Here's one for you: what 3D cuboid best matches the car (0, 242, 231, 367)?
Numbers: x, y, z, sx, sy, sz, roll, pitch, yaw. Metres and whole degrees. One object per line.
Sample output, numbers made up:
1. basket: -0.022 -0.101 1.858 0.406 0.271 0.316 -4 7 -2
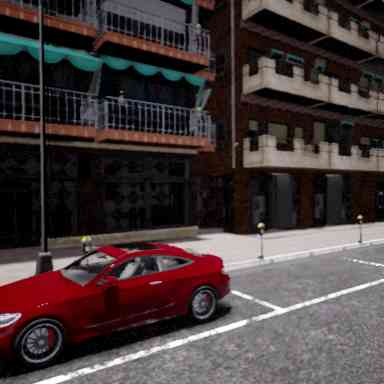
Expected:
1. car: -1.206 1.568 5.652 4.206 1.307 1.802 0 -1 -35
